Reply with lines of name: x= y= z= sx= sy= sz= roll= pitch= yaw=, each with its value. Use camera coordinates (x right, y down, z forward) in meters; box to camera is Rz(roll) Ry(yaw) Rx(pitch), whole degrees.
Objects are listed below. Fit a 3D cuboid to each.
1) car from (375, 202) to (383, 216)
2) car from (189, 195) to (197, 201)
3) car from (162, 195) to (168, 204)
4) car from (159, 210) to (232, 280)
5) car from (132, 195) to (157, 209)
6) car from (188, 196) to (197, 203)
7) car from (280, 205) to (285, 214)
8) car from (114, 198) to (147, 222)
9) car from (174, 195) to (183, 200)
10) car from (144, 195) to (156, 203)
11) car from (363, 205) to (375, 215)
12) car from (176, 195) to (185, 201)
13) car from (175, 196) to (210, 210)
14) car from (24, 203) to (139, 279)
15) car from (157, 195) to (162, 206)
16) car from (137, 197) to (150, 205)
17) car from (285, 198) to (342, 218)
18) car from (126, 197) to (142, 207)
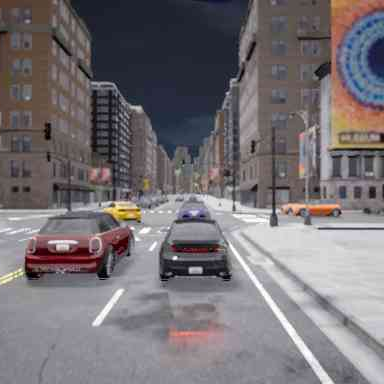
car: x=20.393 y=1.470 z=31.348 sx=4.553 sy=1.767 sz=2.097 roll=0 pitch=-1 yaw=0
car: x=0.221 y=1.680 z=88.447 sx=2.128 sy=1.511 sz=4.902 roll=0 pitch=0 yaw=0
car: x=-6.348 y=1.705 z=64.664 sx=1.994 sy=1.385 sz=4.181 roll=0 pitch=0 yaw=0
car: x=0.090 y=1.527 z=9.996 sx=1.837 sy=1.490 sz=4.892 roll=0 pitch=0 yaw=0
car: x=-6.497 y=1.462 z=46.081 sx=2.097 sy=1.767 sz=4.553 roll=0 pitch=0 yaw=0
car: x=0.192 y=1.673 z=78.345 sx=2.128 sy=1.511 sz=4.902 roll=0 pitch=0 yaw=0
car: x=11.523 y=1.511 z=34.598 sx=4.553 sy=1.767 sz=2.097 roll=0 pitch=-1 yaw=0
car: x=-5.371 y=1.490 z=24.992 sx=1.882 sy=1.535 sz=5.008 roll=2 pitch=-1 yaw=-28
car: x=-3.060 y=1.741 z=77.715 sx=1.895 sy=1.301 sz=4.718 roll=0 pitch=0 yaw=0
car: x=-9.564 y=1.521 z=76.320 sx=2.097 sy=1.767 sz=4.553 roll=0 pitch=0 yaw=0
car: x=20.165 y=1.730 z=34.582 sx=4.181 sy=1.385 sz=1.994 roll=0 pitch=-1 yaw=1
car: x=-3.031 y=1.519 z=87.688 sx=2.128 sy=1.511 sz=4.902 roll=0 pitch=0 yaw=0
car: x=0.131 y=1.358 z=22.310 sx=2.097 sy=1.767 sz=4.553 roll=0 pitch=0 yaw=0
car: x=-3.158 y=1.381 z=10.265 sx=2.097 sy=1.767 sz=4.553 roll=0 pitch=0 yaw=0
car: x=-6.461 y=1.650 z=54.657 sx=1.812 sy=1.442 sz=4.674 roll=0 pitch=0 yaw=0
car: x=-9.594 y=1.751 z=66.006 sx=1.895 sy=1.301 sz=4.718 roll=0 pitch=0 yaw=0
car: x=11.547 y=1.462 z=31.350 sx=4.553 sy=1.767 sz=2.097 roll=0 pitch=-1 yaw=0
car: x=-9.693 y=1.638 z=55.958 sx=1.837 sy=1.490 sz=4.892 roll=0 pitch=0 yaw=0
